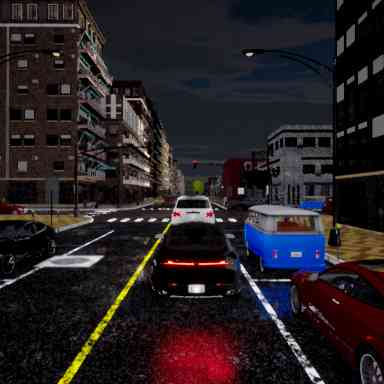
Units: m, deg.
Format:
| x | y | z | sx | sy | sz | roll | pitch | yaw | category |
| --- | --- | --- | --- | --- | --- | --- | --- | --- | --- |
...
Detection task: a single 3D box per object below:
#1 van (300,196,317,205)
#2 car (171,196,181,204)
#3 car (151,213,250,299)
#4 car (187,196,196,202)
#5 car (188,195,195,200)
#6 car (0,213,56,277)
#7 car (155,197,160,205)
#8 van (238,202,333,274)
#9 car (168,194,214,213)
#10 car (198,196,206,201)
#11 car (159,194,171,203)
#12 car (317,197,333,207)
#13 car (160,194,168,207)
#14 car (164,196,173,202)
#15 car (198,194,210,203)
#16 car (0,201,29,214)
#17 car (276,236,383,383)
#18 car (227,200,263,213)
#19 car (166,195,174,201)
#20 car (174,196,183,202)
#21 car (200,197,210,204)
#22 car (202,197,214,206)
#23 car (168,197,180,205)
| x | y | z | sx | sy | sz | roll | pitch | yaw | category |
| --- | --- | --- | --- | --- | --- | --- | --- | --- | --- |
| 14.817 | 1.426 | 39.562 | 3.998 | 1.788 | 1.690 | 0 | 0 | 0 | van |
| -3.156 | 1.580 | 68.119 | 1.812 | 1.442 | 4.674 | 0 | 0 | 0 | car |
| 0.080 | 1.506 | 8.447 | 1.837 | 1.490 | 4.892 | 0 | 0 | 0 | car |
| -0.170 | 1.618 | 81.435 | 2.033 | 1.411 | 5.357 | 0 | 0 | 0 | car |
| -0.191 | 1.584 | 91.885 | 1.895 | 1.301 | 4.718 | 0 | 0 | 0 | car |
| -5.709 | 1.567 | 10.273 | 1.947 | 1.339 | 4.313 | 0 | 0 | 0 | car |
| -5.814 | 1.569 | 60.402 | 1.752 | 1.417 | 4.829 | 0 | 0 | 0 | car |
| 2.639 | 1.342 | 10.265 | 1.690 | 1.788 | 3.998 | 0 | 0 | 0 | van |
| 0.051 | 1.225 | 18.448 | 2.150 | 2.045 | 5.566 | 0 | 0 | 0 | car |
| 2.508 | 1.643 | 88.287 | 2.008 | 1.369 | 4.403 | 0 | 0 | 0 | car |
| -5.836 | 1.375 | 71.652 | 2.192 | 1.841 | 5.009 | 0 | 0 | 0 | car |
| 14.857 | 1.359 | 31.182 | 5.009 | 1.841 | 2.192 | 0 | 0 | 0 | car |
| -3.204 | 1.382 | 50.120 | 2.097 | 1.767 | 4.553 | 0 | 0 | 0 | car |
| -5.861 | 1.631 | 82.730 | 2.008 | 1.369 | 4.403 | 0 | 0 | 0 | car |
| 2.544 | 1.375 | 71.670 | 2.192 | 1.841 | 5.009 | 0 | 0 | 0 | car |
| -17.531 | 1.535 | 31.034 | 4.206 | 1.307 | 1.802 | 0 | 0 | 0 | car |
| 2.651 | 1.582 | 4.576 | 1.802 | 1.307 | 4.206 | 0 | 0 | 0 | car |
| 6.630 | 1.594 | 36.935 | 5.357 | 1.411 | 2.033 | 0 | 0 | 0 | car |
| -5.872 | 1.617 | 88.099 | 1.752 | 1.417 | 4.829 | 0 | 0 | 0 | car |
| -3.164 | 1.624 | 78.135 | 1.994 | 1.385 | 4.181 | 0 | 0 | 0 | car |
| 2.555 | 1.633 | 66.130 | 1.802 | 1.307 | 4.206 | 0 | 0 | 0 | car |
| 2.578 | 1.562 | 55.222 | 1.752 | 1.417 | 4.829 | 0 | 0 | 0 | car |
| -3.199 | 1.642 | 59.063 | 1.895 | 1.301 | 4.718 | 0 | 0 | 0 | car |
